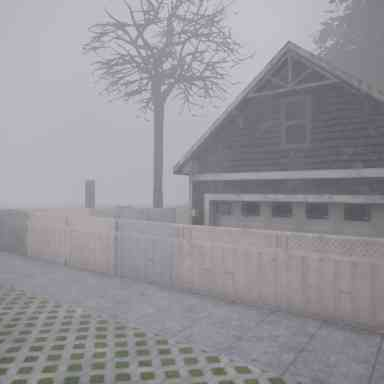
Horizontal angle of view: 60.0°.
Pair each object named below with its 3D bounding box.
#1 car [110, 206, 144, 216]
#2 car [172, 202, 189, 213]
[{"bbox_3d":[-6.419,1.894,28.953,1.895,1.301,4.718,0,-1,35],"label":"car"},{"bbox_3d":[-0.194,1.922,37.780,1.882,1.535,5.008,0,-1,35],"label":"car"}]
